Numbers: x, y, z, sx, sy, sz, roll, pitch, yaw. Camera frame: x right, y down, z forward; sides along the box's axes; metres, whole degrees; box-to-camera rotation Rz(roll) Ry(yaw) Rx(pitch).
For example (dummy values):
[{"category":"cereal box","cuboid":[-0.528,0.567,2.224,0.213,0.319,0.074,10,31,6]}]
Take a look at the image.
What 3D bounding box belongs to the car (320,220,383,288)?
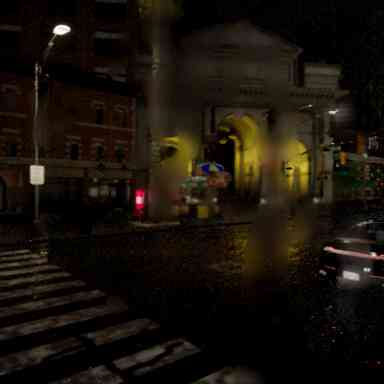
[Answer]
[{"category":"car","cuboid":[5.047,1.438,8.104,4.902,1.511,2.128,0,1,-39]}]
